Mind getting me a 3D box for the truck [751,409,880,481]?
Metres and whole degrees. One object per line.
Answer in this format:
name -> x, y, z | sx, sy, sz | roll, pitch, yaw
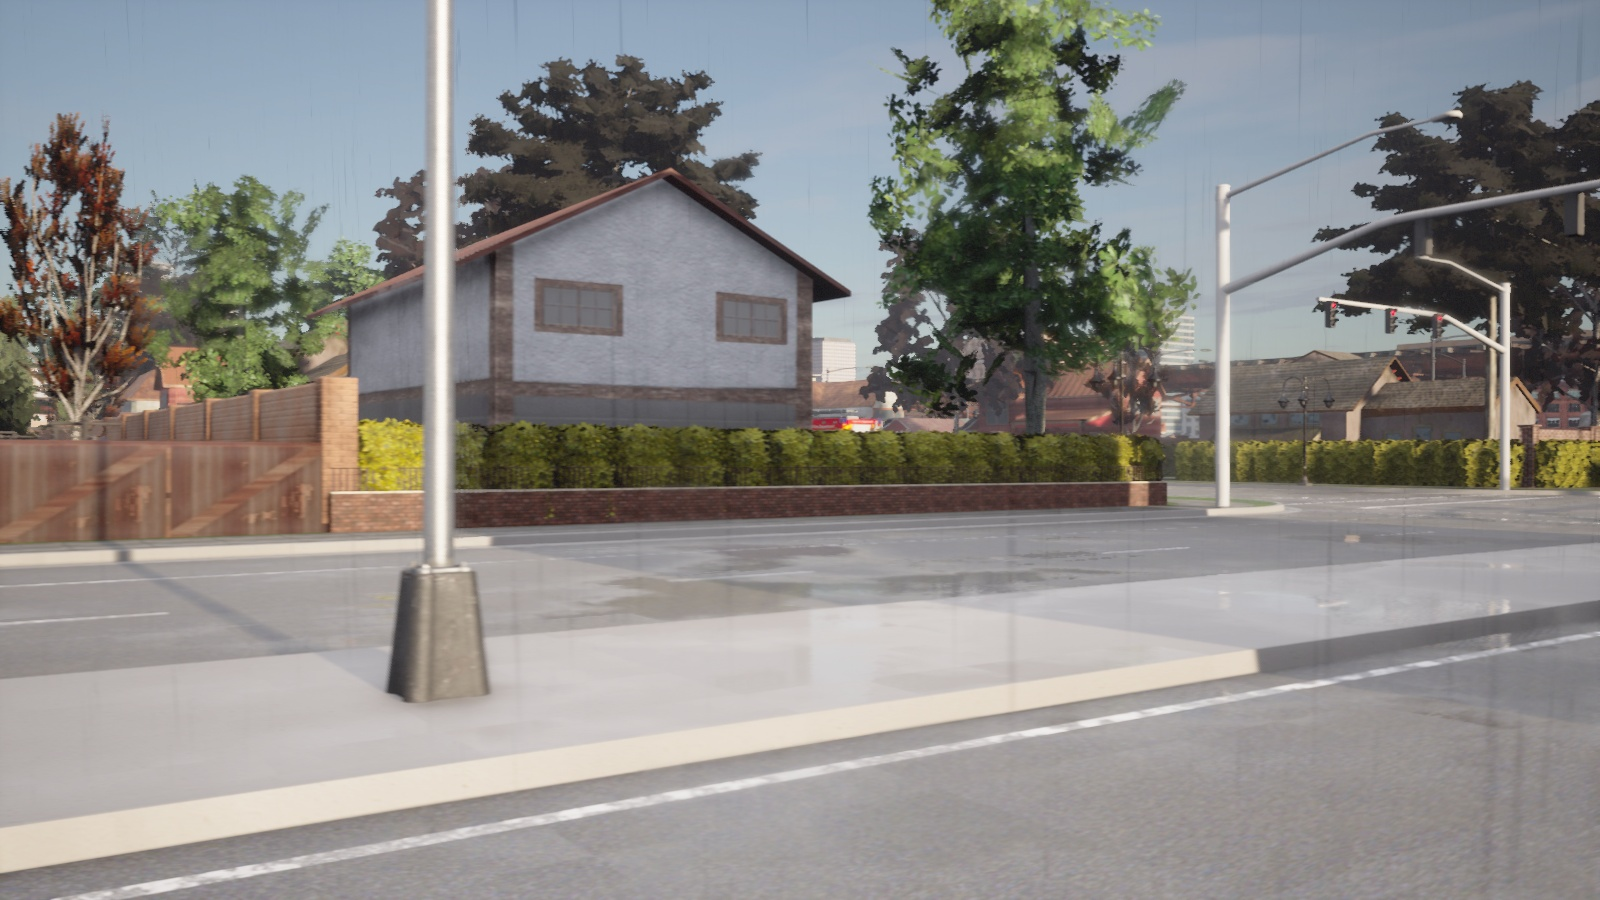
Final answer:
truck -> 0.734, -0.247, 71.042 | 2.891, 3.827, 8.468 | 0, 0, -35
